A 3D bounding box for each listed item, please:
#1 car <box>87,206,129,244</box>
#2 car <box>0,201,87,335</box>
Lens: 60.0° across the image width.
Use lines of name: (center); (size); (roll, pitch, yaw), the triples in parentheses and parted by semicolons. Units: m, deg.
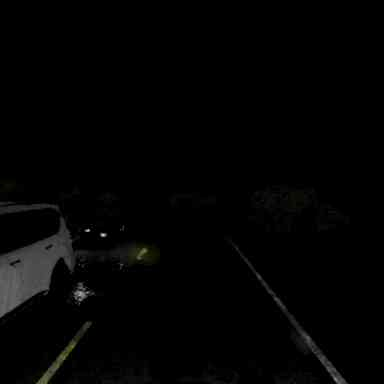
car: (-3.980, 1.445, 15.513); (1.837, 1.490, 4.892); (0, 0, -11)
car: (-3.548, 1.204, 4.834); (2.150, 2.045, 5.566); (0, 0, 0)
